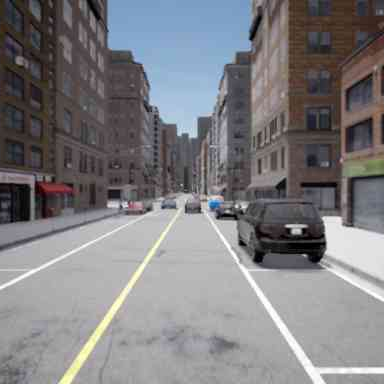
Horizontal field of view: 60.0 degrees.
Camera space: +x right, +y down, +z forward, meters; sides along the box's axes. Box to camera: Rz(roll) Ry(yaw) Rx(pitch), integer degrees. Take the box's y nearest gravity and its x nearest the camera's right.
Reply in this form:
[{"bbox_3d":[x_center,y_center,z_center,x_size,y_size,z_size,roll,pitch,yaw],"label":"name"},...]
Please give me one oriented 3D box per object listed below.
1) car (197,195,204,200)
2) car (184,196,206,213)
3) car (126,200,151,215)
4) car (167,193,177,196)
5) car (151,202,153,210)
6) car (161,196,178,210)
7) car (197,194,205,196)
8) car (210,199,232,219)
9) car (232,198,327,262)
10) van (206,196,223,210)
[{"bbox_3d":[2.460,1.639,95.433,1.947,1.339,4.313,0,0,-1],"label":"car"},{"bbox_3d":[0.099,1.524,37.241,2.128,1.511,4.902,0,0,0],"label":"car"},{"bbox_3d":[-5.656,1.611,34.210,1.802,1.307,4.206,0,0,0],"label":"car"},{"bbox_3d":[-5.992,1.386,89.795,2.192,1.841,5.009,0,0,-1],"label":"car"},{"bbox_3d":[-5.655,1.601,39.661,1.947,1.339,4.313,0,0,0],"label":"car"},{"bbox_3d":[-3.014,1.604,44.331,1.994,1.385,4.181,0,0,1],"label":"car"},{"bbox_3d":[2.678,1.592,79.027,1.752,1.417,4.829,0,0,-1],"label":"car"},{"bbox_3d":[2.867,1.590,28.770,1.947,1.339,4.313,0,0,0],"label":"car"},{"bbox_3d":[3.005,1.233,12.245,2.150,2.045,5.566,0,0,0],"label":"car"},{"bbox_3d":[2.870,1.376,39.668,1.690,1.788,3.998,0,0,0],"label":"van"}]
